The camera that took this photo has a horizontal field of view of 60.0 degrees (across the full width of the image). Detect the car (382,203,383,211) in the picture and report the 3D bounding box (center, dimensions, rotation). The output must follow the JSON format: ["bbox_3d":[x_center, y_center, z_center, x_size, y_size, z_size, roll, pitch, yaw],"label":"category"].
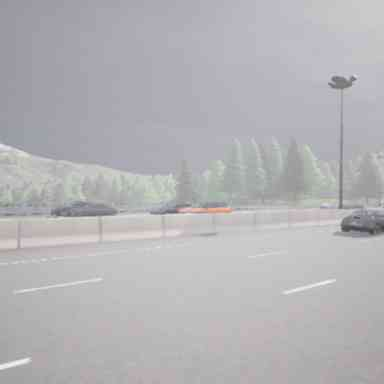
[{"bbox_3d":[32.249,2.387,52.684,4.718,1.301,1.895,1,-1,-35],"label":"car"}]

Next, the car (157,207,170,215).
[{"bbox_3d":[-1.321,1.644,28.838,4.892,1.490,1.837,1,-1,-35],"label":"car"}]

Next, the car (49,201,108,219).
[{"bbox_3d":[-10.493,1.571,30.896,4.892,1.490,1.837,1,0,-35],"label":"car"}]

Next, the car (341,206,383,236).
[{"bbox_3d":[10.853,1.771,20.082,4.181,1.385,1.994,1,-1,-35],"label":"car"}]

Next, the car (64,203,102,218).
[{"bbox_3d":[-8.361,1.631,28.119,4.181,1.385,1.994,1,0,-35],"label":"car"}]

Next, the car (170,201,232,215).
[{"bbox_3d":[0.962,1.496,26.167,4.553,1.767,2.097,1,-1,-35],"label":"car"}]
